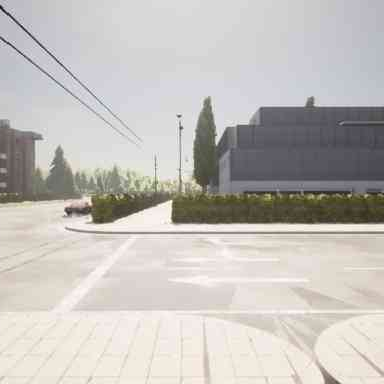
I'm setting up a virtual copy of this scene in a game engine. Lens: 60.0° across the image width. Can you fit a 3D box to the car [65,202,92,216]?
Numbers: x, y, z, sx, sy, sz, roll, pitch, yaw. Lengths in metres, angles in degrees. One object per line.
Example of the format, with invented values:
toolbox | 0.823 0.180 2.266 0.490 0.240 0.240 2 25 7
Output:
car | -10.785 1.601 32.911 1.895 1.301 4.718 0 0 1
